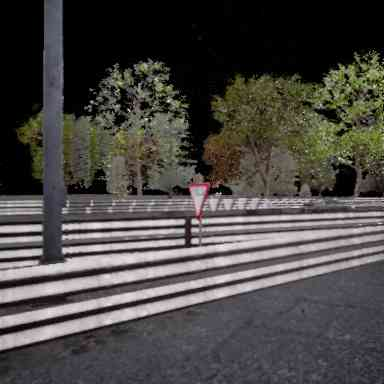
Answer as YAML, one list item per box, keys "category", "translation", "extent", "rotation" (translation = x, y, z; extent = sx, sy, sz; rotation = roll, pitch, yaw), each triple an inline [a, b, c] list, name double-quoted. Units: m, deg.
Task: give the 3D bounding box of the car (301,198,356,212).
- category: "car"
  translation: [11.010, 1.287, 26.715]
  extent: [4.892, 1.490, 1.837]
  rotation: [0, 0, -25]
